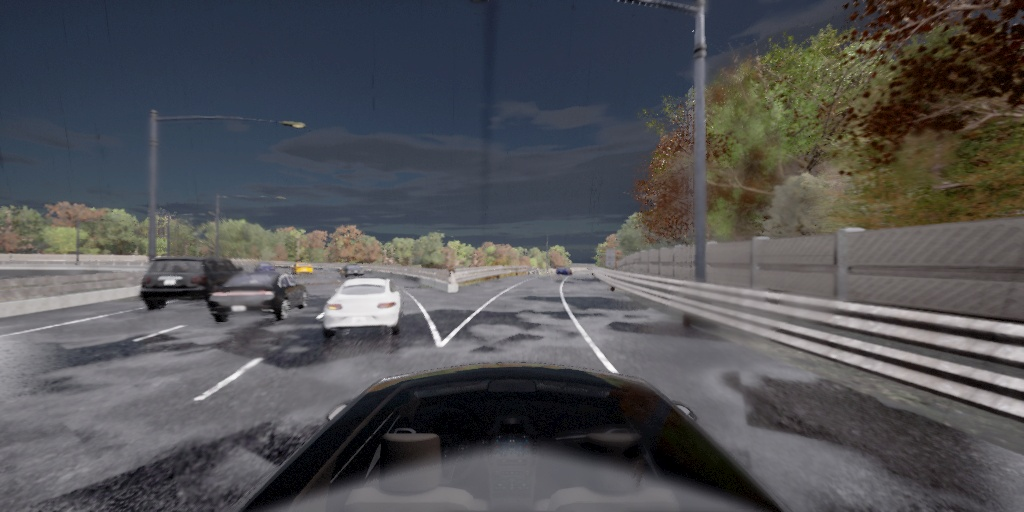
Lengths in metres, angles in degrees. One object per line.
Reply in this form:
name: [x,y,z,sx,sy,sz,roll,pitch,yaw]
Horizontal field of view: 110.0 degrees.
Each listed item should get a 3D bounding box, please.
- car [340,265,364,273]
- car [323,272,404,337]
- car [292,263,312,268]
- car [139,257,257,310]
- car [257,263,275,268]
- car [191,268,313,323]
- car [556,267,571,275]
car: [-17.093,1.629,38.219,2.033,1.411,5.357,1,-1,-33]
car: [-4.238,1.356,10.627,1.812,1.442,4.674,0,-1,-17]
car: [-26.571,1.599,45.342,1.882,1.535,5.008,1,-1,-38]
car: [-13.322,1.069,15.506,2.150,2.045,5.566,1,-1,-20]
car: [-31.558,1.633,45.897,1.812,1.442,4.674,1,-1,-40]
car: [-8.577,1.325,12.554,2.128,1.511,4.902,1,-1,-19]
car: [8.748,2.603,62.292,1.882,1.535,5.008,0,-4,12]
